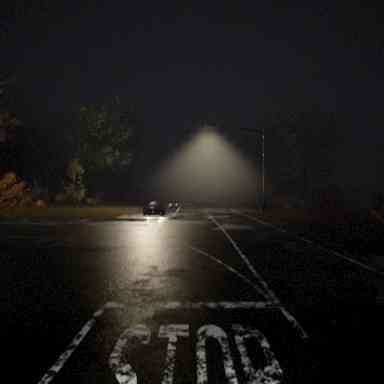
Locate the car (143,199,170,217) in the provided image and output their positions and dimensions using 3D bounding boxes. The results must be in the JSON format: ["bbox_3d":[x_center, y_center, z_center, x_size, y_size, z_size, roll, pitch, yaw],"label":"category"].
[{"bbox_3d":[-3.506,1.600,31.946,1.994,1.385,4.181,0,0,0],"label":"car"}]

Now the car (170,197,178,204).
[{"bbox_3d":[-3.780,1.631,68.460,2.033,1.411,5.357,0,0,0],"label":"car"}]
